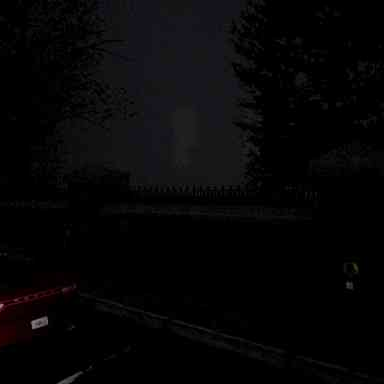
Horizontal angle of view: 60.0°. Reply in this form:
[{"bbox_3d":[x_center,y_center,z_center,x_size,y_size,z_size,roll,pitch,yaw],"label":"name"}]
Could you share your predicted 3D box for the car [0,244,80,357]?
[{"bbox_3d":[-3.768,1.544,5.576,4.507,1.381,1.887,0,0,36],"label":"car"}]
